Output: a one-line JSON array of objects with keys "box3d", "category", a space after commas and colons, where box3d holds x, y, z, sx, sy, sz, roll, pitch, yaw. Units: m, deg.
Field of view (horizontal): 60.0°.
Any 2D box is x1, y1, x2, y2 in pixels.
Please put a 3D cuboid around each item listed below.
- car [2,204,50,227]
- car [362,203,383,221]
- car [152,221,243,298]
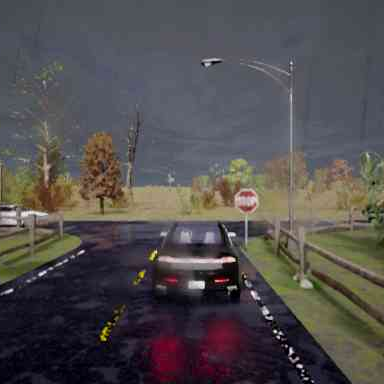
[{"box3d": [-11.636, 1.537, 21.581, 4.674, 1.442, 1.812, 0, 0, 1], "category": "car"}, {"box3d": [15.412, 1.180, 24.141, 5.566, 2.045, 2.150, 0, 0, 1], "category": "car"}, {"box3d": [0.152, 1.489, 8.516, 2.128, 1.511, 4.902, 0, 0, 2], "category": "car"}]
